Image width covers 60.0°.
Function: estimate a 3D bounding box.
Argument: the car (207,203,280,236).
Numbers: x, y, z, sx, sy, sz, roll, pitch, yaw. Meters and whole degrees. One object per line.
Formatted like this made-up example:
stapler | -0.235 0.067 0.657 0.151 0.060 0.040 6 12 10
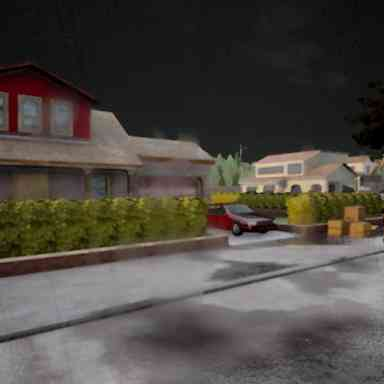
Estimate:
car | 1.809 1.270 16.686 2.033 1.415 5.357 -1 0 -33
